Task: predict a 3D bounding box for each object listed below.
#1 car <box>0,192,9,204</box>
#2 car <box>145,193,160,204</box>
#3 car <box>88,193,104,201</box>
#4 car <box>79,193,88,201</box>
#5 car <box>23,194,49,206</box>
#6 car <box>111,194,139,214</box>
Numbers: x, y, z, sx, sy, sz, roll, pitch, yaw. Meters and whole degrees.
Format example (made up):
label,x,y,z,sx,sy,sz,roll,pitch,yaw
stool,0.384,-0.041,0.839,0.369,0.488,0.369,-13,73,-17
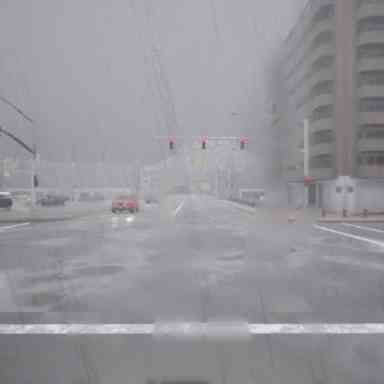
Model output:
label,x,y,z,sx,sy,sz,roll,pitch,yaw
car,-43.692,1.114,74.720,1.905,1.878,3.866,0,0,0
car,-7.165,1.189,61.114,2.150,2.045,5.566,0,0,0
car,-21.174,1.111,74.661,1.932,1.855,4.605,0,0,0
car,-24.069,1.114,74.721,1.905,1.878,3.866,0,0,0
car,-26.806,1.363,57.259,1.970,1.475,3.806,0,0,0
car,-7.161,1.201,36.063,2.150,2.045,5.566,0,0,0
